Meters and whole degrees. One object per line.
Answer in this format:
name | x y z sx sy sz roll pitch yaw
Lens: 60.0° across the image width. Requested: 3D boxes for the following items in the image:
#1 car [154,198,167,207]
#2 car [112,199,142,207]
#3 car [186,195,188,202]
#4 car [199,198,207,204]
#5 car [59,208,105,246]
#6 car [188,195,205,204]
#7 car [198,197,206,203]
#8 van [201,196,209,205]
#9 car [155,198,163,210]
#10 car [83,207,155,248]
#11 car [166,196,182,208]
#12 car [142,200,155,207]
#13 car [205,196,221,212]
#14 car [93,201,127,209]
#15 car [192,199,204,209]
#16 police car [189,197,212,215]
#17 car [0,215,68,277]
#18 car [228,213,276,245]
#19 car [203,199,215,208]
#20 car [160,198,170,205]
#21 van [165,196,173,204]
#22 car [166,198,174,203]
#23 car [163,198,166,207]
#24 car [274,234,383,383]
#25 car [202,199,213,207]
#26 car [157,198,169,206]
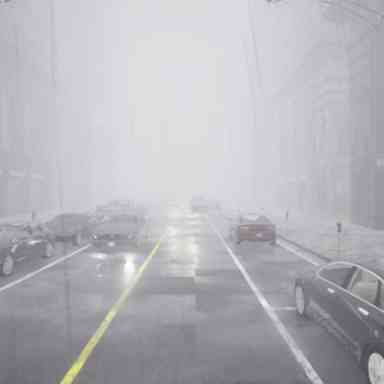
car | -5.765 1.872 60.725 1.967 1.590 4.097 0 0 0
car | -5.762 1.506 27.116 2.192 1.841 5.009 0 0 0
car | -0.006 1.911 72.001 1.812 1.442 4.674 0 0 0
car | 2.758 2.138 83.142 1.887 1.381 4.507 0 0 0
car | -5.762 1.678 15.911 1.947 1.339 4.313 0 0 0
car | 0.816 1.561 47.632 2.150 2.045 5.566 0 0 -1
car | 2.758 2.074 88.744 1.967 1.590 4.097 0 0 0
van | 2.760 1.854 71.938 1.690 1.788 3.998 0 0 0
car | -5.765 1.933 49.520 1.802 1.307 4.206 0 0 0
car | -3.103 1.657 15.530 2.033 1.411 5.357 0 0 0
car | -3.071 1.873 55.625 1.882 1.535 5.008 0 0 0
car | -5.764 1.816 38.317 1.887 1.381 4.507 0 0 0
car | 2.762 1.752 43.927 1.967 1.590 4.097 0 0 0
car | -5.762 1.592 21.513 1.967 1.590 4.097 0 0 0
car | 0.895 1.907 53.607 1.812 1.442 4.674 0 0 0
police car | 0.896 1.692 37.718 1.930 1.638 5.238 0 0 0
car | -5.761 1.624 10.309 2.008 1.369 4.403 0 0 0
car | 2.764 1.658 15.917 1.887 1.381 4.507 0 0 0
car | 2.761 1.918 55.301 1.752 1.417 4.829 0 0 0
car | -5.766 2.057 71.928 1.887 1.381 4.507 0 0 0
van | -5.766 1.934 83.133 1.690 1.788 3.998 0 0 0
car | -5.768 2.216 88.732 1.802 1.307 4.206 0 0 0
car | -5.765 1.916 54.953 1.752 1.417 4.829 0 0 0
car | 2.764 1.585 4.713 2.008 1.369 4.403 0 0 0
car | 2.760 1.977 60.733 1.887 1.381 4.507 0 0 0
car | -5.766 2.017 66.325 1.887 1.381 4.507 0 0 0
